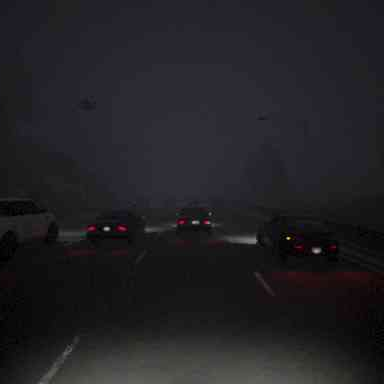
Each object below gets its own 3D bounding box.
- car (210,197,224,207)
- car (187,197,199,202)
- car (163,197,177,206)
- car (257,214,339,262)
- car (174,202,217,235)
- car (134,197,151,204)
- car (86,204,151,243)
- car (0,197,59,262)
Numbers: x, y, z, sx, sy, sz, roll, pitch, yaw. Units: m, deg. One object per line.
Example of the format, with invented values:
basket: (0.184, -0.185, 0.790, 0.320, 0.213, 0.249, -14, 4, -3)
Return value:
car: (3.617, 1.451, 48.888, 1.994, 1.385, 4.181, 0, 0, 0)
car: (0.118, 1.482, 51.539, 1.895, 1.301, 4.718, 0, 0, 0)
car: (-3.382, 1.430, 50.941, 2.033, 1.411, 5.357, 0, 0, 0)
car: (3.602, 1.498, 11.907, 1.812, 1.442, 4.674, 0, 0, 0)
car: (0.110, 1.505, 18.383, 2.033, 1.411, 5.357, 0, 0, 0)
car: (-6.884, 1.441, 46.049, 2.033, 1.411, 5.357, 0, 0, 0)
car: (-3.391, 1.511, 15.719, 2.033, 1.411, 5.357, 0, 0, 0)
car: (-6.894, 1.193, 12.192, 2.150, 2.045, 5.566, 0, 0, 0)
